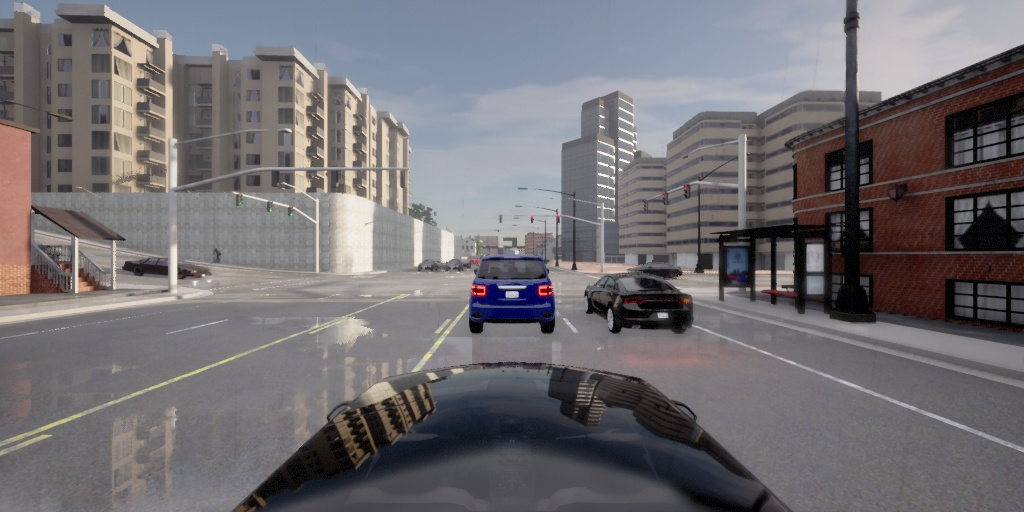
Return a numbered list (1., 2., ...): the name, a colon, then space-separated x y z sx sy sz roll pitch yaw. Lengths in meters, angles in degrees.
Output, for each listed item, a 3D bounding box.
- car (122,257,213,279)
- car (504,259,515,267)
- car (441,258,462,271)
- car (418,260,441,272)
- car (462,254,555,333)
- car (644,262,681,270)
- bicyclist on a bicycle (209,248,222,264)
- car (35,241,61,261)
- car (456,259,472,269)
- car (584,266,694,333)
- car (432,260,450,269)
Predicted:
1. car: -25.632 0.837 26.738 5.357 1.411 2.033 5 0 -1
2. car: -0.493 1.314 65.097 1.994 1.385 4.181 0 0 -1
3. car: -7.520 1.241 47.329 2.128 1.511 4.902 0 0 0
4. car: -11.017 1.241 47.227 2.128 1.511 4.902 0 0 0
5. car: -0.007 0.971 10.858 2.150 2.045 5.566 0 0 0
6. car: 12.241 1.276 31.029 4.674 1.442 1.812 0 0 1
7. bicyclist on a bicycle: -31.073 0.029 37.679 0.582 1.620 1.656 6 0 0
8. car: -36.280 -0.526 26.605 4.181 1.385 1.994 10 0 -1
9. car: -7.602 1.228 56.760 1.882 1.535 5.008 0 0 0
10. car: 3.494 1.228 10.798 1.882 1.535 5.008 0 0 0
11. car: -11.104 1.351 56.491 1.895 1.301 4.718 0 0 0
